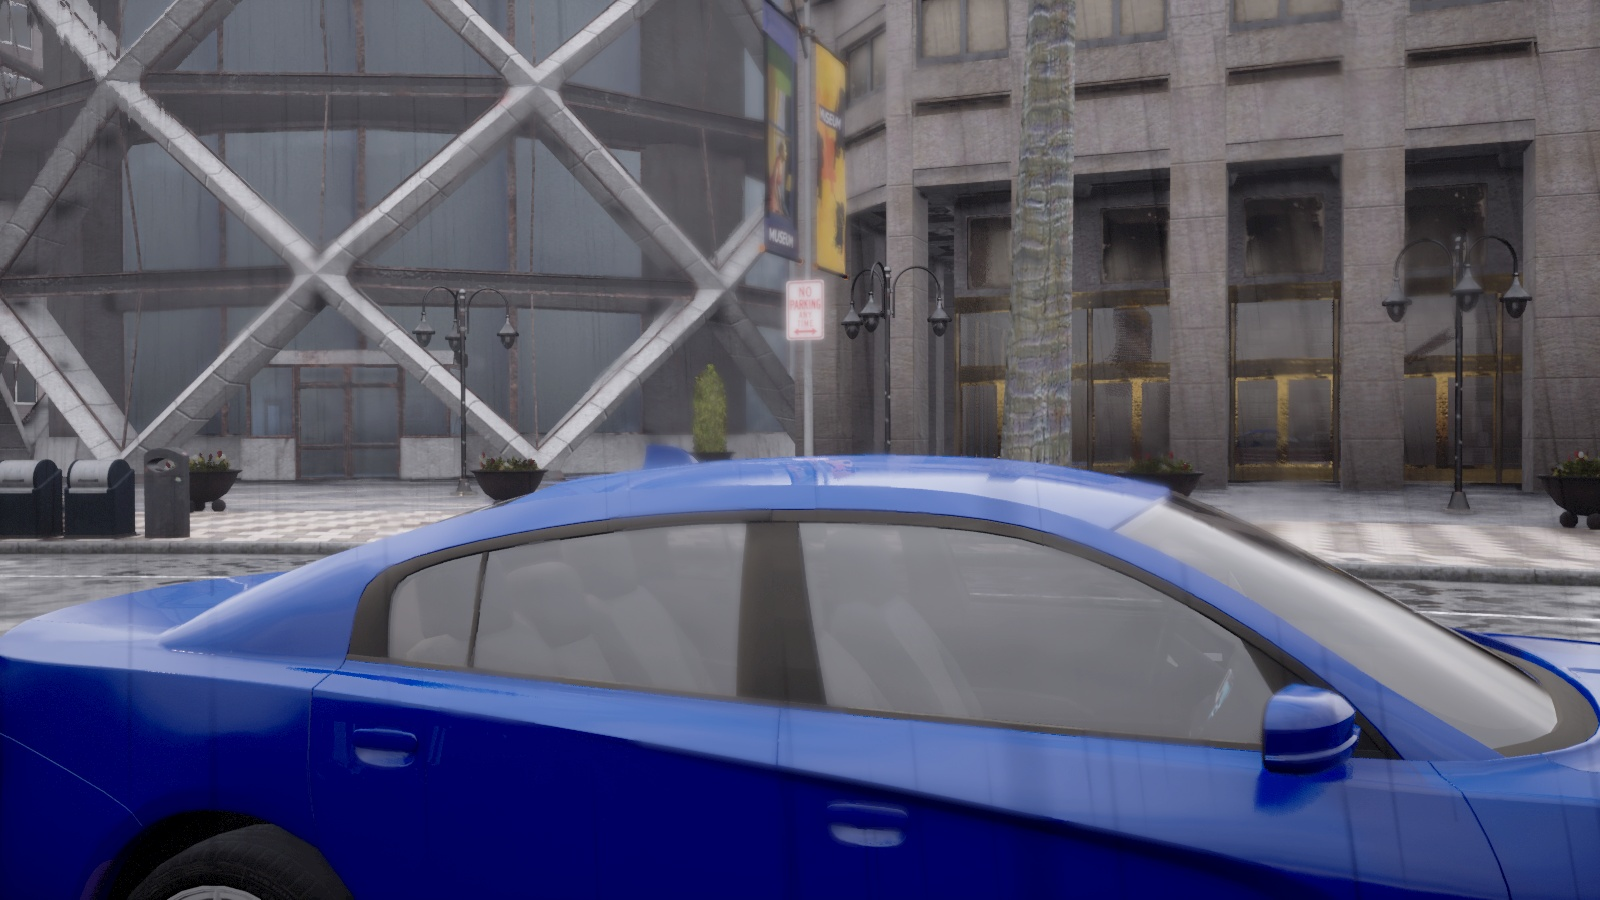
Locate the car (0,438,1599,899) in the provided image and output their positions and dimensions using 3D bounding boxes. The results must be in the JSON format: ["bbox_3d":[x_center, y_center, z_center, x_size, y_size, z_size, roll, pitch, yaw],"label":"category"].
[{"bbox_3d":[0.436,0.756,3.088,5.008,1.535,1.882,1,1,17],"label":"car"}]
